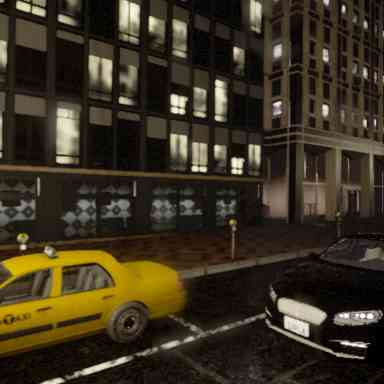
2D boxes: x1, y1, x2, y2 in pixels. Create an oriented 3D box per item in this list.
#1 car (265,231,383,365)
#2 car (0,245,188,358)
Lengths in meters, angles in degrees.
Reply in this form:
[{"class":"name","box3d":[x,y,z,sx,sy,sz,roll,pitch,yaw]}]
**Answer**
[{"class":"car","box3d":[3.359,1.483,5.762,4.902,1.511,2.128,0,0,-35]},{"class":"car","box3d":[-2.348,1.524,4.870,4.829,1.417,1.752,0,1,-35]}]
